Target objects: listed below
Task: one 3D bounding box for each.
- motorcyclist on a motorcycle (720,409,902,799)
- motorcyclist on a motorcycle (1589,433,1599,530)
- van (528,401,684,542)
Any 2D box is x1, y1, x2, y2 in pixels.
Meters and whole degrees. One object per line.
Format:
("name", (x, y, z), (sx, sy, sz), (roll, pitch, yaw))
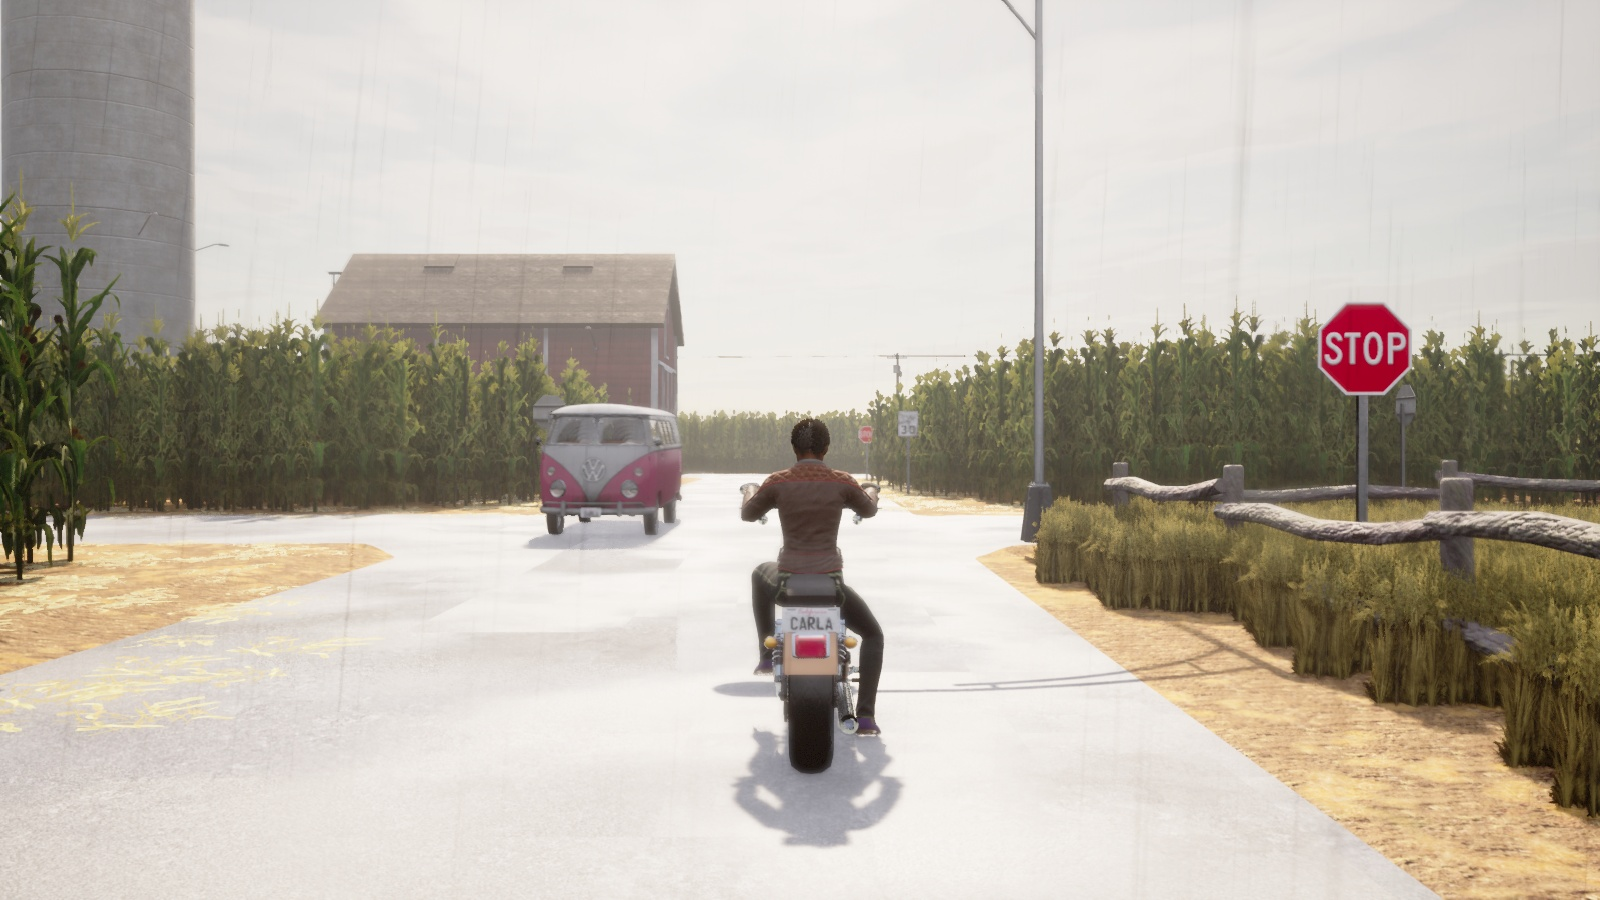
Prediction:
("motorcyclist on a motorcycle", (0.053, 0.647, 6.489), (0.766, 1.649, 2.350), (0, 0, 0))
("motorcyclist on a motorcycle", (14.875, 0.550, 21.415), (2.350, 1.649, 0.766), (0, 0, 1))
("van", (-2.967, 0.271, 20.128), (1.775, 1.987, 4.442), (1, 1, 0))
